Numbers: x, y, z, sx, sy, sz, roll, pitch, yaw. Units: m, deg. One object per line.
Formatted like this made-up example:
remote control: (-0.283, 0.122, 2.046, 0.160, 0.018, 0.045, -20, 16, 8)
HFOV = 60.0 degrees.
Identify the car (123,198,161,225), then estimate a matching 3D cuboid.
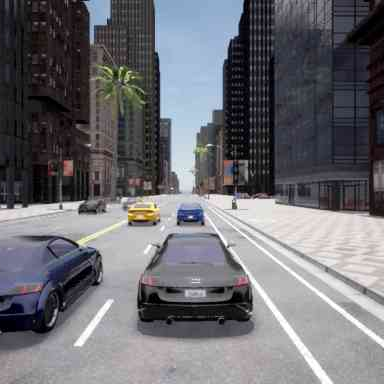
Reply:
car: (-3.361, 1.477, 24.008, 1.882, 1.535, 5.008, 0, 0, 0)

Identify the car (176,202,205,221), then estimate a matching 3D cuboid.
car: (-0.110, 1.477, 24.034, 1.882, 1.535, 5.008, 0, 0, -1)

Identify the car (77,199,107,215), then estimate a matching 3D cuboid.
car: (-10.149, 1.478, 34.043, 1.882, 1.535, 5.008, 0, 0, 0)

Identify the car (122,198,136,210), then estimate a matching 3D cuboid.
car: (-6.941, 1.493, 39.235, 2.128, 1.511, 4.902, 0, 0, 0)

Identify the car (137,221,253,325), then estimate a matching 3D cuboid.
car: (0.036, 1.563, 7.230, 1.994, 1.385, 4.181, 0, 0, 0)

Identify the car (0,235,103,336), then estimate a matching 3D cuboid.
car: (-3.210, 1.563, 6.778, 1.994, 1.385, 4.181, 0, 0, 0)
